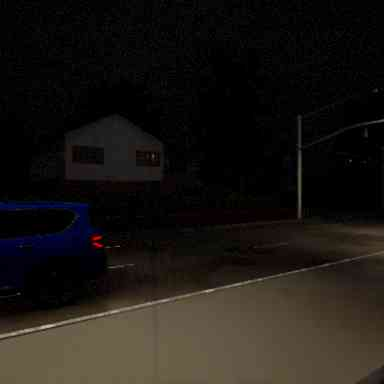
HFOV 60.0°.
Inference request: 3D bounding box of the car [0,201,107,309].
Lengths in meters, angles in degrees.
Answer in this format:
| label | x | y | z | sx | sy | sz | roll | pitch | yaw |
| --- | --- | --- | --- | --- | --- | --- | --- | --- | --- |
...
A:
| label | x | y | z | sx | sy | sz | roll | pitch | yaw |
| --- | --- | --- | --- | --- | --- | --- | --- | --- | --- |
| car | -4.446 | 1.222 | 6.339 | 5.566 | 2.045 | 2.150 | 0 | 0 | -35 |
